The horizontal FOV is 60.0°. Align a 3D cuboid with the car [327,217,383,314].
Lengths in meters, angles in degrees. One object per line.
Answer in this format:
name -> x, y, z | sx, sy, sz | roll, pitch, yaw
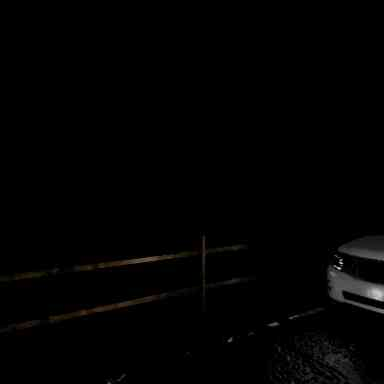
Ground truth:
car -> 5.086, 1.222, 6.709 | 5.566, 2.045, 2.150 | 0, 0, -36
